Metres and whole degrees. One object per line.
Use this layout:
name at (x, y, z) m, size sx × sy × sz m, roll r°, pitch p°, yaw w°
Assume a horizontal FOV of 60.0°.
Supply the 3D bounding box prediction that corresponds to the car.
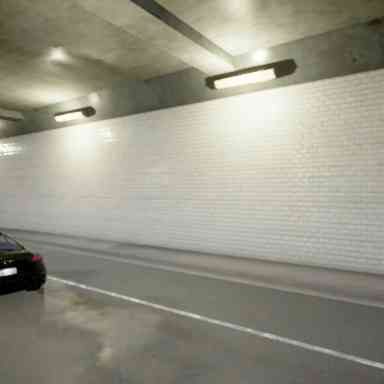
car at (-5.286, 1.555, 7.768) m, size 4.181 × 1.385 × 1.994 m, roll 0°, pitch 0°, yaw 36°
